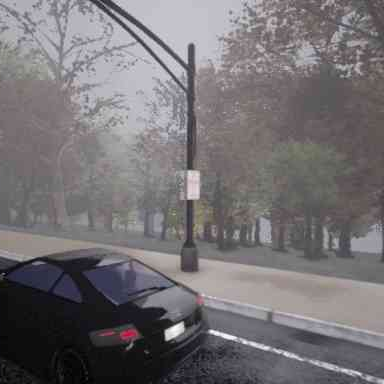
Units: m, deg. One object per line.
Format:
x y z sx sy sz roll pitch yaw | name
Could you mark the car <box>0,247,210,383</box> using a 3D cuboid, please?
-1.823 1.562 5.004 4.181 1.385 1.994 0 0 36 | car
